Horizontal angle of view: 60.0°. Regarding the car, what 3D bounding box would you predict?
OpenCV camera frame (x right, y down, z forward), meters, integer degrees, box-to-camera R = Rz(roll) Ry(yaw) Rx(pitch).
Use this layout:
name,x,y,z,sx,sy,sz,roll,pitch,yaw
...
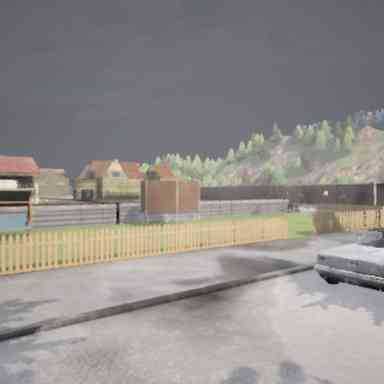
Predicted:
name,x,y,z,sx,sy,sz,roll,pitch,yaw
car,5.151,1.578,8.284,4.718,1.301,1.895,0,0,-35
